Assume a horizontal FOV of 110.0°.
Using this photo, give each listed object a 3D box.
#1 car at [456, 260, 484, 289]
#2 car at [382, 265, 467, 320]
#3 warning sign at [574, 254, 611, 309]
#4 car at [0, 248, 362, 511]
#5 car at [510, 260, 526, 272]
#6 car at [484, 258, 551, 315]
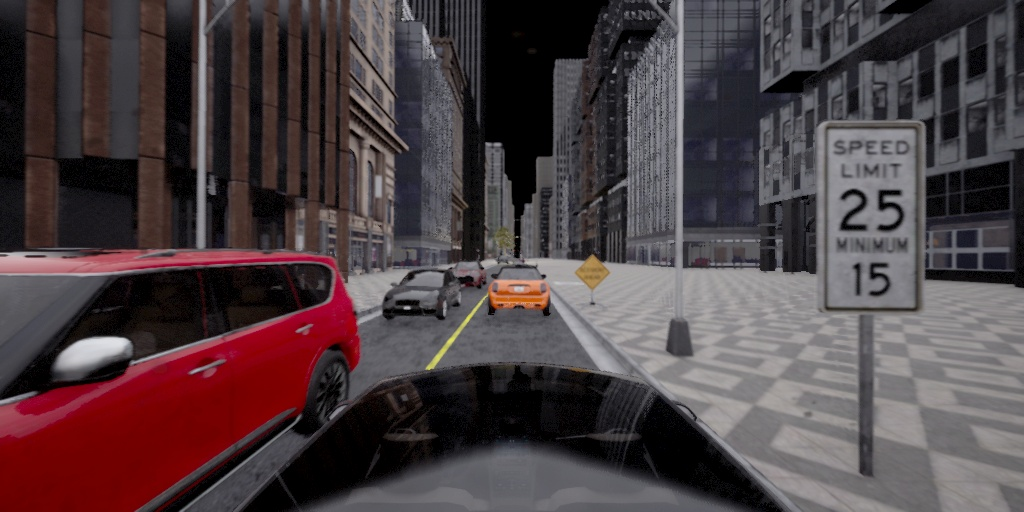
[{"bbox_3d":[-2.788,1.063,22.756,2.097,1.767,4.553,0,0,1],"label":"car"},{"bbox_3d":[-2.951,1.226,12.638,1.837,1.490,4.892,0,0,1],"label":"car"},{"bbox_3d":[2.862,0.870,12.807,1.300,1.860,1.060,0,0,1],"label":"warning sign"},{"bbox_3d":[-3.112,0.953,2.571,2.150,2.045,5.566,0,0,1],"label":"car"},{"bbox_3d":[0.771,1.263,46.729,1.994,1.385,4.181,0,0,1],"label":"car"},{"bbox_3d":[0.265,1.090,13.727,2.097,1.767,4.553,0,0,1],"label":"car"}]
